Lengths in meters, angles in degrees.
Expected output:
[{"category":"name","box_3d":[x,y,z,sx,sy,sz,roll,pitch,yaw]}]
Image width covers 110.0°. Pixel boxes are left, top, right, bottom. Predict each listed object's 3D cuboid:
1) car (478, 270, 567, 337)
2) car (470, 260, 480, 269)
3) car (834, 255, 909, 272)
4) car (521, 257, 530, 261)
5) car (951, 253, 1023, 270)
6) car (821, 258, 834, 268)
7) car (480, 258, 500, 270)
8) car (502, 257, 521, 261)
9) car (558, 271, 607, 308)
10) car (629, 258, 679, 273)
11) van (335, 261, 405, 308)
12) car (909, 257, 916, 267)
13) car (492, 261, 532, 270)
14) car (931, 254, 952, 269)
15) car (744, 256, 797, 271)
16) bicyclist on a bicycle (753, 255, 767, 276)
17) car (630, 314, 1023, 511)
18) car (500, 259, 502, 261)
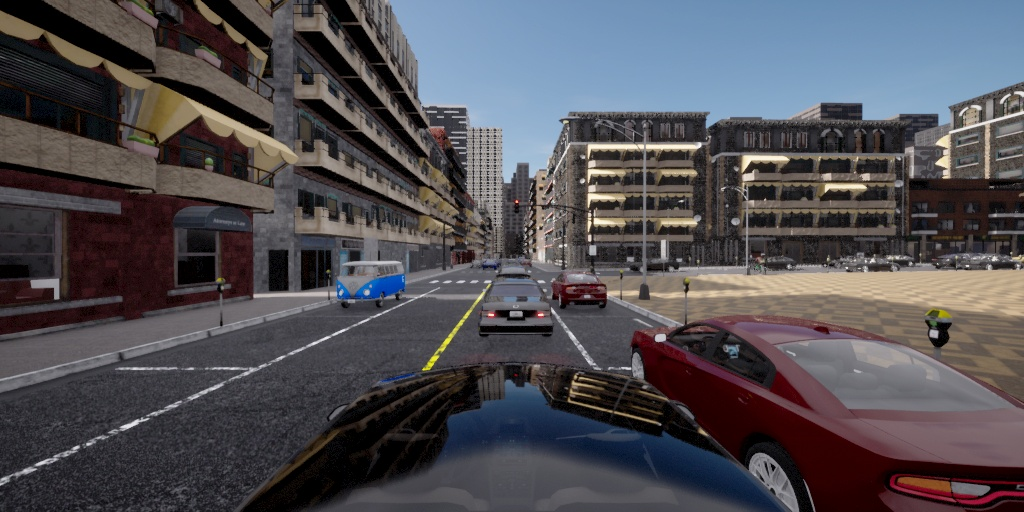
[{"category":"car","box_3d":[0.083,1.297,10.261,2.033,1.411,5.357,0,0,0]},{"category":"car","box_3d":[-5.813,1.321,58.346,2.007,1.370,4.403,0,0,0]},{"category":"car","box_3d":[32.412,0.805,32.400,4.403,1.370,2.007,0,0,-1]},{"category":"car","box_3d":[2.555,1.215,63.887,1.967,1.591,4.097,0,0,0]},{"category":"car","box_3d":[43.548,0.631,32.581,4.403,1.370,2.007,0,0,-1]},{"category":"car","box_3d":[37.844,0.666,40.870,4.313,1.339,1.948,0,0,-1]},{"category":"car","box_3d":[-3.201,1.243,52.616,1.882,1.535,5.008,0,0,0]},{"category":"car","box_3d":[-0.041,1.260,55.483,2.128,1.511,4.902,0,0,0]},{"category":"car","box_3d":[2.661,1.295,14.888,1.888,1.381,4.507,0,0,0]},{"category":"car","box_3d":[14.985,0.958,37.904,5.008,1.535,1.882,-1,0,-1]},{"category":"van","box_3d":[-5.720,1.091,14.871,1.690,1.789,3.998,0,0,0]},{"category":"car","box_3d":[43.412,0.564,40.961,4.403,1.370,2.007,0,0,-1]},{"category":"car","box_3d":[0.061,1.229,20.090,1.882,1.535,5.008,0,0,0]},{"category":"car","box_3d":[44.309,0.538,35.231,4.902,1.511,2.128,-1,0,0]},{"category":"car","box_3d":[27.395,0.788,38.103,4.892,1.490,1.837,-1,0,-1]},{"category":"bicyclist on a bicycle","box_3d":[20.186,0.771,29.247,0.582,1.620,1.656,-1,0,-1]},{"category":"car","box_3d":[2.685,1.295,3.836,1.888,1.381,4.507,0,0,0]},{"category":"car","box_3d":[-3.201,1.126,61.776,2.097,1.767,4.553,0,0,0]}]
